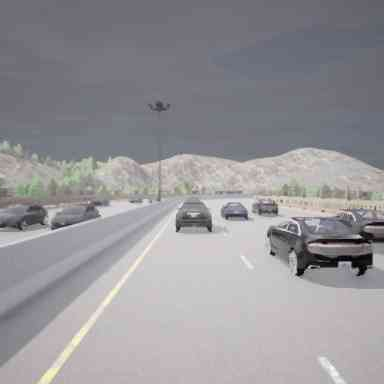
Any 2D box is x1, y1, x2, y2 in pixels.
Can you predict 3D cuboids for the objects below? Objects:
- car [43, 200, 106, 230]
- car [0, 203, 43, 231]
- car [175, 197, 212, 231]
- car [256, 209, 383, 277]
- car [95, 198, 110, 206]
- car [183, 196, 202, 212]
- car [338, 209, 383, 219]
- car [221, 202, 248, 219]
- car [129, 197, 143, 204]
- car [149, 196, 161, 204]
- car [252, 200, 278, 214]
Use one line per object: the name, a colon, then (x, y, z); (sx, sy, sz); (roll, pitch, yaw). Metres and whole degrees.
car: (-7.099, 1.506, 20.684); (1.837, 1.490, 4.892); (0, 0, 0)
car: (-10.599, 1.506, 20.683); (1.837, 1.490, 4.892); (0, 0, 0)
car: (0.099, 1.353, 20.737); (2.097, 1.767, 4.553); (0, 0, 0)
car: (3.600, 1.492, 10.264); (2.128, 1.511, 4.902); (0, 0, 0)
car: (-14.063, 1.604, 51.161); (1.895, 1.301, 4.718); (0, 0, 1)
car: (0.099, 1.353, 38.710); (2.097, 1.767, 4.553); (0, 0, 0)
car: (7.100, 1.492, 14.388); (2.128, 1.511, 4.902); (0, 0, 0)
car: (3.599, 1.565, 28.766); (1.994, 1.385, 4.181); (0, 0, 0)
car: (-10.489, 1.565, 62.311); (1.994, 1.385, 4.181); (0, 0, 1)
car: (-6.983, 1.488, 62.571); (2.128, 1.511, 4.902); (0, 0, 1)
car: (7.100, 1.492, 32.639); (2.128, 1.511, 4.902); (0, 0, 0)
